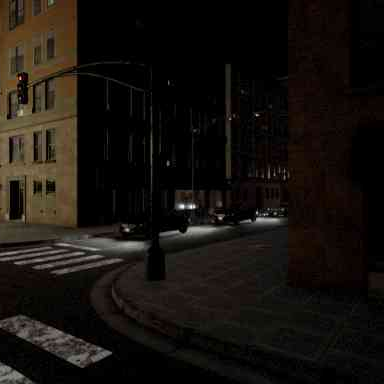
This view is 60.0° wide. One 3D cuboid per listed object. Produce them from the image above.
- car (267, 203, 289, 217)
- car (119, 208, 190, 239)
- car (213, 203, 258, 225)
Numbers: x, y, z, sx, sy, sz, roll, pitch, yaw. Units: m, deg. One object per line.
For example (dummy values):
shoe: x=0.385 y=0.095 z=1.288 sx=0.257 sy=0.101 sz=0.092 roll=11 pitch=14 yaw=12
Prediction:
car: x=9.356 y=1.791 z=34.011 sx=1.895 sy=1.301 sz=4.718 roll=0 pitch=0 yaw=36
car: x=-1.878 y=1.610 z=18.276 sx=1.812 sy=1.442 sz=4.674 roll=0 pitch=0 yaw=34
car: x=3.453 y=1.627 z=25.748 sx=2.128 sy=1.511 sz=4.902 roll=0 pitch=0 yaw=35
